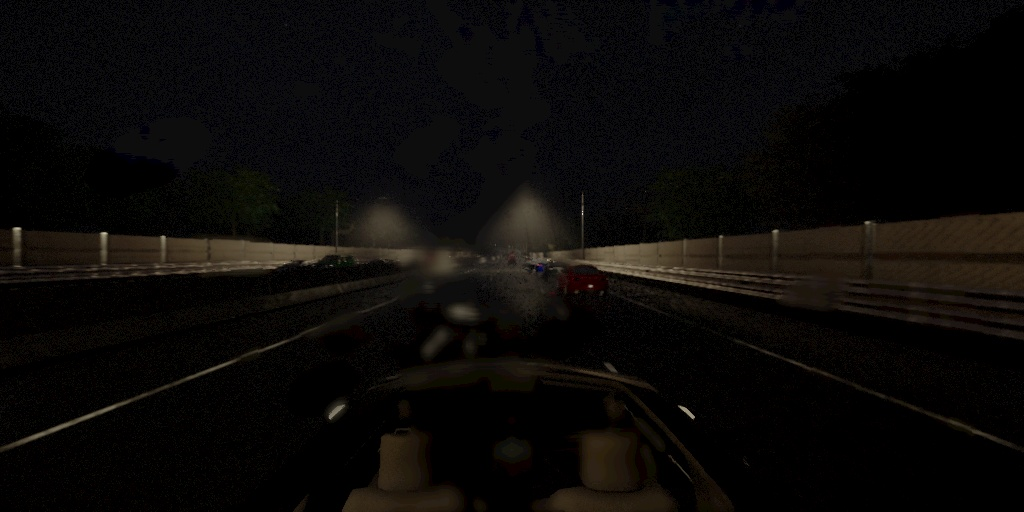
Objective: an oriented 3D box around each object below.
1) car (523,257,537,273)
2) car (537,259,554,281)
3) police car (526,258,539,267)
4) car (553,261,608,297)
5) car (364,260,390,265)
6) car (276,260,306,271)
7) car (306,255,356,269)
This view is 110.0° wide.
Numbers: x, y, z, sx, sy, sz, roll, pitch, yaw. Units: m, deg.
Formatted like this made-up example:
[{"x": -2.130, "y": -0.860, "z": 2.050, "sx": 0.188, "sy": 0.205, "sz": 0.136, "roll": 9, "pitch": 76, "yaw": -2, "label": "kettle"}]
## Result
[{"x": 2.982, "y": 1.167, "z": 41.488, "sx": 2.163, "sy": 1.488, "sz": 4.792, "roll": 0, "pitch": 0, "yaw": -17, "label": "car"}, {"x": 3.511, "y": 1.179, "z": 29.485, "sx": 2.128, "sy": 1.511, "sz": 4.902, "roll": 0, "pitch": 0, "yaw": 0, "label": "car"}, {"x": 3.524, "y": 1.140, "z": 62.493, "sx": 2.038, "sy": 1.542, "sz": 4.974, "roll": 0, "pitch": 0, "yaw": 0, "label": "police car"}, {"x": 3.507, "y": 1.188, "z": 18.483, "sx": 1.882, "sy": 1.535, "sz": 5.008, "roll": 0, "pitch": 0, "yaw": 0, "label": "car"}, {"x": -14.058, "y": 1.174, "z": 37.408, "sx": 1.837, "sy": 1.490, "sz": 4.892, "roll": 0, "pitch": 1, "yaw": 0, "label": "car"}, {"x": -21.059, "y": 1.165, "z": 35.357, "sx": 2.128, "sy": 1.511, "sz": 4.902, "roll": 0, "pitch": 0, "yaw": 0, "label": "car"}, {"x": -17.561, "y": 0.894, "z": 35.602, "sx": 2.150, "sy": 2.045, "sz": 5.566, "roll": 0, "pitch": 0, "yaw": 0, "label": "car"}]
